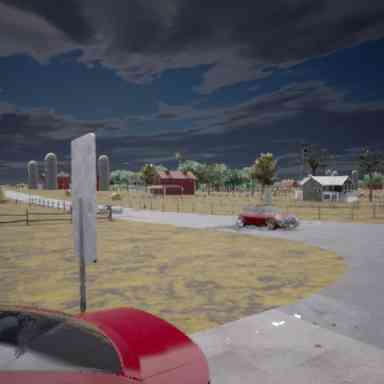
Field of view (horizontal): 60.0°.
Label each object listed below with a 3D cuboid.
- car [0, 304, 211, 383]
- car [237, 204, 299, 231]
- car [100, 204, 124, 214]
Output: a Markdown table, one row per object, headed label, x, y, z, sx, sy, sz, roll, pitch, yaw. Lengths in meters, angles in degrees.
| label | x | y | z | sx | sy | sz | roll | pitch | yaw |
| --- | --- | --- | --- | --- | --- | --- | --- | --- | --- |
| car | -2.157 | 1.478 | 1.478 | 5.008 | 1.535 | 1.882 | 0 | 0 | -35 |
| car | 5.261 | 1.683 | 23.482 | 2.097 | 1.767 | 4.553 | -1 | 0 | -32 |
| car | -11.256 | 2.357 | 46.793 | 1.895 | 1.301 | 4.718 | -1 | 1 | -35 |
